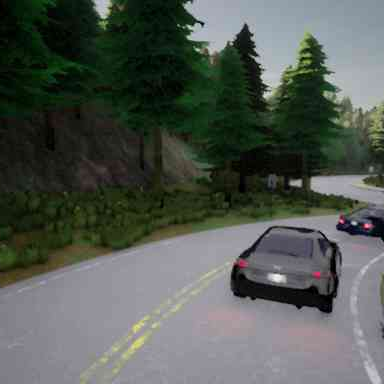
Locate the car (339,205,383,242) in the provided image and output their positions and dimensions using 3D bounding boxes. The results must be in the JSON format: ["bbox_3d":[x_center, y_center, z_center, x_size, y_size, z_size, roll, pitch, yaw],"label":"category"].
[{"bbox_3d":[8.897,1.319,15.219,5.357,1.411,2.033,-1,5,-32],"label":"car"}]

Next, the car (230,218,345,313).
[{"bbox_3d":[2.379,1.493,7.808,1.994,1.385,4.181,3,2,25],"label":"car"}]
